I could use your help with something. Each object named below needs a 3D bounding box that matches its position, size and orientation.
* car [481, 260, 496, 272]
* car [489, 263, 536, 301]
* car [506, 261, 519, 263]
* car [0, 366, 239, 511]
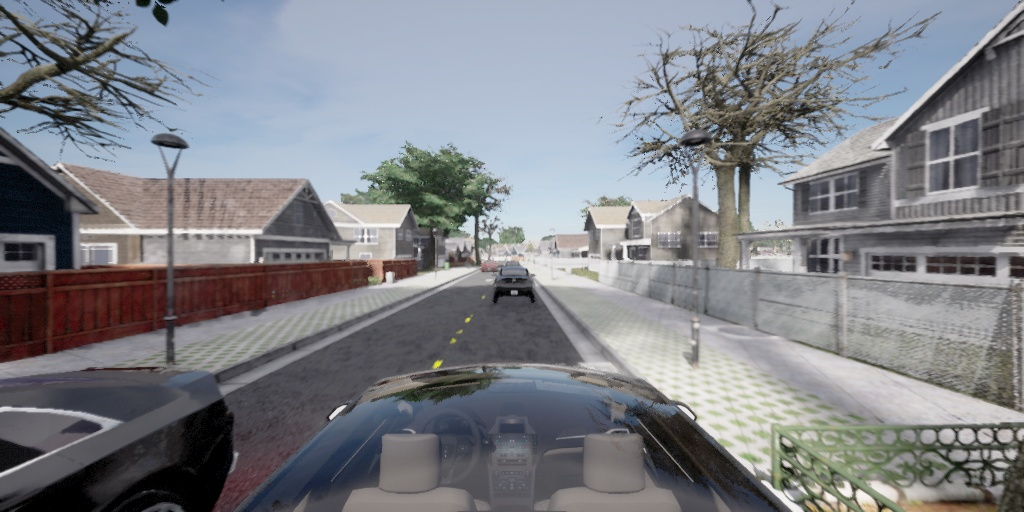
[{"bbox_3d":[-2.760,1.244,44.609,1.882,1.535,5.008,0,0,0],"label":"car"},{"bbox_3d":[0.095,1.250,17.160,1.837,1.490,4.892,0,0,0],"label":"car"},{"bbox_3d":[0.092,1.240,38.044,1.837,1.490,4.892,0,0,0],"label":"car"},{"bbox_3d":[-2.850,1.242,0.465,2.128,1.511,4.902,0,0,0],"label":"car"}]
